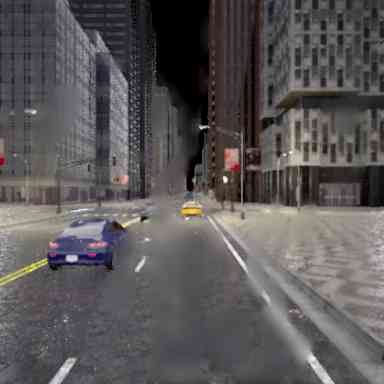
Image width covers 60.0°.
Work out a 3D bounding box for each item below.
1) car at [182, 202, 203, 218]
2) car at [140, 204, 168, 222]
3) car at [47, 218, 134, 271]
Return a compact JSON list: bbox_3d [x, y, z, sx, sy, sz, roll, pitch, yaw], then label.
[{"bbox_3d":[0.008,1.719,32.283,1.882,1.535,5.008,0,-1,0],"label":"car"},{"bbox_3d":[-3.153,1.730,28.098,1.994,1.385,4.181,0,0,0],"label":"car"},{"bbox_3d":[-3.151,1.590,11.023,1.812,1.442,4.674,0,0,0],"label":"car"}]
